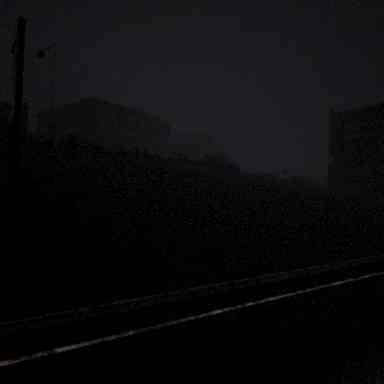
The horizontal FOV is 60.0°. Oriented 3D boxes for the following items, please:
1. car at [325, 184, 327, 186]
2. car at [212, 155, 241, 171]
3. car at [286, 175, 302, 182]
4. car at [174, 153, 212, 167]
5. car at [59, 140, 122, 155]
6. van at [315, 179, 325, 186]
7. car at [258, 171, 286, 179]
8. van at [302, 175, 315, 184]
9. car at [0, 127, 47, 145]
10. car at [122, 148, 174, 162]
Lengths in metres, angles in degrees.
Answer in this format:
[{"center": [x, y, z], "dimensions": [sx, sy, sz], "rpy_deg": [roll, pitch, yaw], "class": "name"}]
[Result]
[{"center": [25.082, -0.762, 64.005], "dimensions": [2.163, 1.488, 4.792], "rpy_deg": [1, -3, 38], "class": "car"}, {"center": [3.436, -3.016, 38.875], "dimensions": [2.435, 2.045, 5.566], "rpy_deg": [1, -2, 45], "class": "car"}, {"center": [14.586, -1.830, 51.102], "dimensions": [2.002, 1.452, 4.674], "rpy_deg": [1, -3, 41], "class": "car"}, {"center": [-0.527, -3.150, 34.904], "dimensions": [4.553, 1.767, 2.185], "rpy_deg": [3, -2, -44], "class": "car"}, {"center": [-8.560, -3.439, 27.310], "dimensions": [4.674, 1.452, 2.002], "rpy_deg": [3, -1, -42], "class": "car"}, {"center": [21.747, -1.385, 59.719], "dimensions": [1.878, 1.987, 4.442], "rpy_deg": [1, -3, 39], "class": "van"}, {"center": [10.935, -2.149, 46.944], "dimensions": [2.002, 1.452, 4.674], "rpy_deg": [1, -2, 42], "class": "car"}, {"center": [18.271, -1.746, 55.421], "dimensions": [1.878, 1.987, 4.442], "rpy_deg": [1, -3, 40], "class": "van"}, {"center": [-12.690, -3.667, 23.655], "dimensions": [4.792, 1.488, 2.163], "rpy_deg": [3, -1, -40], "class": "car"}, {"center": [-4.580, -3.264, 30.987], "dimensions": [4.892, 1.521, 2.231], "rpy_deg": [3, -1, -43], "class": "car"}]
